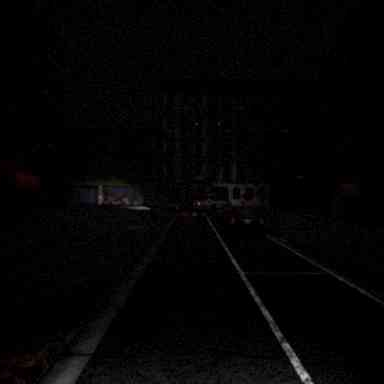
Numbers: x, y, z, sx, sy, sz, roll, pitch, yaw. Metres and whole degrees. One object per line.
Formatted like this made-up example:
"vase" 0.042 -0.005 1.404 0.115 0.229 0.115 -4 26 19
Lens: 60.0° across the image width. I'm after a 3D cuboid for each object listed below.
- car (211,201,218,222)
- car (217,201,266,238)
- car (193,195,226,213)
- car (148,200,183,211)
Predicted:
"car" 2.635 1.590 23.219 2.008 1.369 4.403 0 0 0
"car" 2.638 1.469 17.715 1.967 1.590 4.097 0 0 0
"car" 2.402 1.329 37.361 2.150 2.045 5.566 -2 -2 37
"car" -3.382 1.634 41.072 4.718 1.301 1.895 1 -1 43
